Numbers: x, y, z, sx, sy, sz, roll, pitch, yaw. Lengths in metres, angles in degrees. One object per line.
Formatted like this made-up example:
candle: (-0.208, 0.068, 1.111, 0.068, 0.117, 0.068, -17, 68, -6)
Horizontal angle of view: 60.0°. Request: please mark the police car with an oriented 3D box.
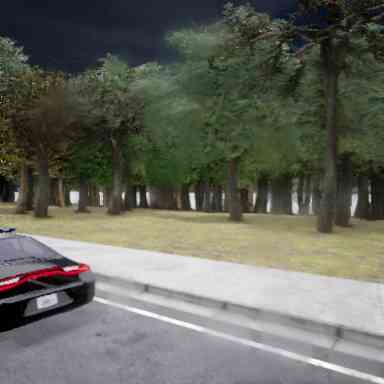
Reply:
police car: (-4.202, 1.507, 6.553, 4.974, 1.542, 2.038, 0, 0, 35)
